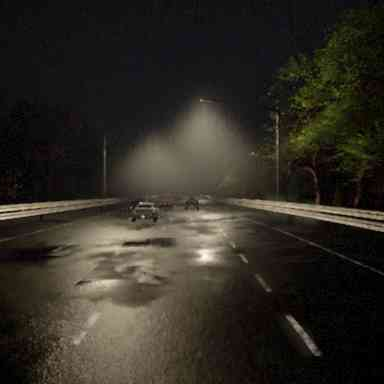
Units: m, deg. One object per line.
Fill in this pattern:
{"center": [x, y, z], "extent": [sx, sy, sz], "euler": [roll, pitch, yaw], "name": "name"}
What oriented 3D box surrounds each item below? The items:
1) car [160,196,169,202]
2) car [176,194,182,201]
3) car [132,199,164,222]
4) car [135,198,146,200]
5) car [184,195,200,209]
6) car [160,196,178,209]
{"center": [-6.976, 1.680, 83.657], "extent": [1.895, 1.301, 4.718], "euler": [0, 0, 0], "name": "car"}
{"center": [-3.477, 1.559, 81.600], "extent": [1.882, 1.535, 5.008], "euler": [0, 0, 0], "name": "car"}
{"center": [-3.493, 1.536, 26.013], "extent": [1.812, 1.442, 4.674], "euler": [0, 0, 0], "name": "car"}
{"center": [-6.986, 1.535, 45.866], "extent": [1.837, 1.490, 4.892], "euler": [0, 0, 0], "name": "car"}
{"center": [0.011, 1.534, 45.741], "extent": [1.837, 1.490, 4.892], "euler": [0, 0, 0], "name": "car"}
{"center": [-3.486, 1.575, 45.784], "extent": [2.033, 1.411, 5.357], "euler": [0, 0, 0], "name": "car"}
